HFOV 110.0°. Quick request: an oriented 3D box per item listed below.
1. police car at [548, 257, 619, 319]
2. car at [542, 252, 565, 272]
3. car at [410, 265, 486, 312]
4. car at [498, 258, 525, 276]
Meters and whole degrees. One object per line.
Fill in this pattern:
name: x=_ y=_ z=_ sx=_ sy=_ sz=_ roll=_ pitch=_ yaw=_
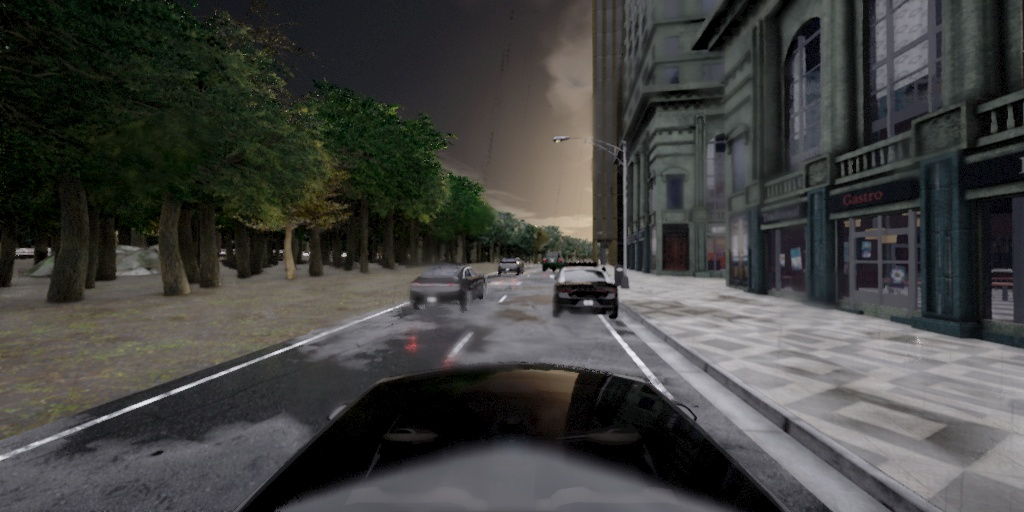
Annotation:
police car: x=2.326 y=1.021 z=12.283 sx=1.930 sy=1.638 sz=5.238 roll=0 pitch=1 yaw=6
car: x=4.447 y=0.580 z=38.195 sx=2.150 sy=2.045 sz=5.566 roll=0 pitch=0 yaw=10
car: x=-2.186 y=1.069 z=13.299 sx=2.128 sy=1.511 sz=4.902 roll=0 pitch=1 yaw=6
car: x=-0.012 y=0.873 z=31.388 sx=2.128 sy=1.511 sz=4.902 roll=0 pitch=0 yaw=8
